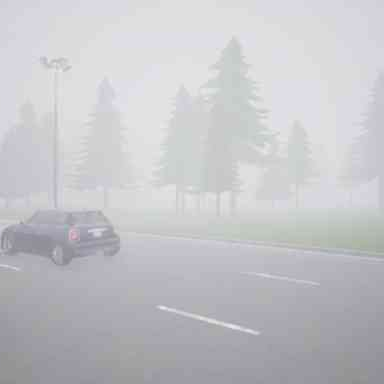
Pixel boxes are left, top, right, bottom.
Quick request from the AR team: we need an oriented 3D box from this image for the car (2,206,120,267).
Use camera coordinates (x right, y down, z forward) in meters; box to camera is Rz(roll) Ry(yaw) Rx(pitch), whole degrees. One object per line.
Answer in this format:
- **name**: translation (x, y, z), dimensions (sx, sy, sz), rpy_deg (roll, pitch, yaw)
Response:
- **car**: translation (-4.661, 1.325, 11.587), dimensions (4.553, 1.767, 2.097), rpy_deg (0, 0, 36)

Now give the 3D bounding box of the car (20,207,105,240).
- **car**: translation (-6.896, 1.562, 17.499), dimensions (4.718, 1.301, 1.895), rpy_deg (0, 0, 36)
